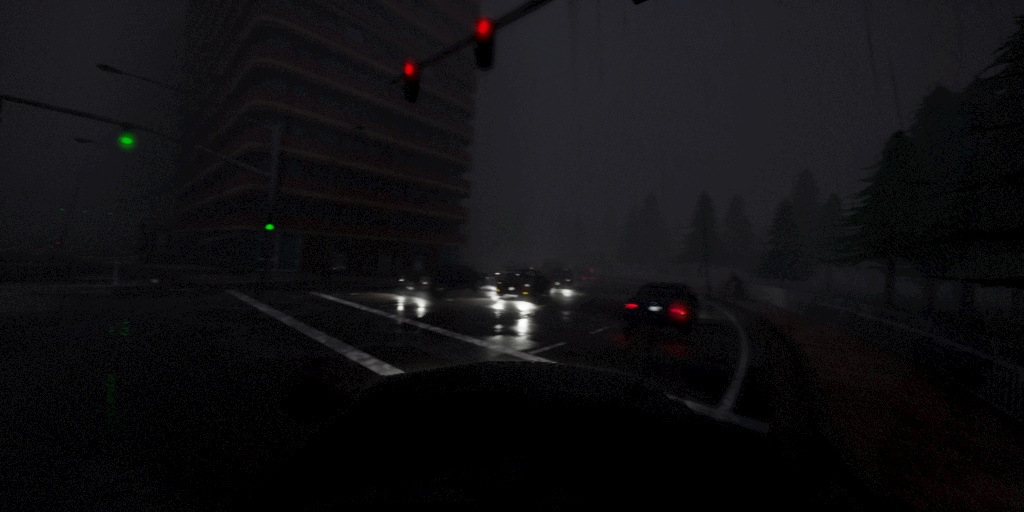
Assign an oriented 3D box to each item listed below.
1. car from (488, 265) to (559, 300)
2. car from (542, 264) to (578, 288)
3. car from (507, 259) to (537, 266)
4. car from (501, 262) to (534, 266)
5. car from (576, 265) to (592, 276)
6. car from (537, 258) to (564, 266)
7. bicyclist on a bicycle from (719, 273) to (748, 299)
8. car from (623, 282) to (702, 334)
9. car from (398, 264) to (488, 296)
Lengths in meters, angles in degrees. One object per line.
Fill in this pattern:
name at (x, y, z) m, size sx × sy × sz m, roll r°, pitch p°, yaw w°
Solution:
car at (0.725, 1.377, 18.390) m, size 1.994 × 1.385 × 4.181 m, roll 3°, pitch 0°, yaw 22°
car at (3.682, 1.561, 27.145) m, size 2.033 × 1.411 × 5.357 m, roll 3°, pitch 0°, yaw 11°
car at (0.887, 1.439, 37.883) m, size 2.033 × 1.411 × 5.357 m, roll 3°, pitch 0°, yaw -5°
car at (0.122, 1.411, 27.250) m, size 1.895 × 1.301 × 4.718 m, roll 3°, pitch 0°, yaw 12°
car at (9.251, 1.937, 49.075) m, size 1.812 × 1.442 × 4.674 m, roll 3°, pitch -1°, yaw -17°
car at (4.366, 1.310, 37.315) m, size 2.150 × 2.045 × 5.566 m, roll 3°, pitch 0°, yaw -5°
bicyclist on a bicycle at (14.181, 1.902, 22.897) m, size 1.656 × 1.620 × 0.582 m, roll 3°, pitch 0°, yaw 14°
car at (5.207, 1.596, 12.128) m, size 2.033 × 1.411 × 5.357 m, roll 3°, pitch 0°, yaw 30°
car at (-3.196, 1.135, 18.259) m, size 2.033 × 1.411 × 5.357 m, roll 3°, pitch 0°, yaw 29°
